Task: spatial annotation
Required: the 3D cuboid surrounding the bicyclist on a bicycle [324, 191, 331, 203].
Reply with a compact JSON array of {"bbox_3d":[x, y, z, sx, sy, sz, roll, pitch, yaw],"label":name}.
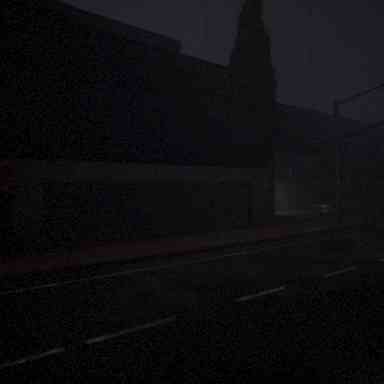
[{"bbox_3d":[18.173,0.675,44.688,1.656,1.620,0.582,-1,1,-37],"label":"bicyclist on a bicycle"}]
